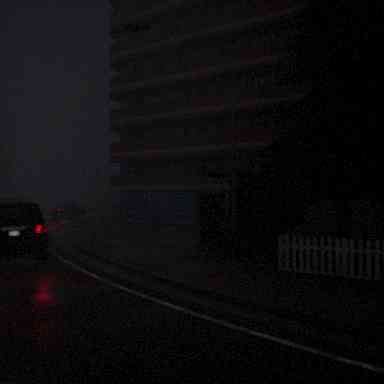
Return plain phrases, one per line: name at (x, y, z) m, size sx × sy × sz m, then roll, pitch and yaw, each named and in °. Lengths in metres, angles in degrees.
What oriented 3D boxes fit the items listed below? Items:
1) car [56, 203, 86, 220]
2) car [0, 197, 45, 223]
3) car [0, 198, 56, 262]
car at (-11.823, 1.806, 32.153) m, size 2.128 × 1.511 × 4.902 m, roll 0°, pitch -1°, yaw 1°
car at (-15.419, 1.525, 29.830) m, size 2.150 × 2.045 × 5.566 m, roll 0°, pitch -1°, yaw -2°
car at (-6.737, 1.347, 12.163) m, size 2.150 × 2.045 × 5.566 m, roll 0°, pitch 0°, yaw -32°
